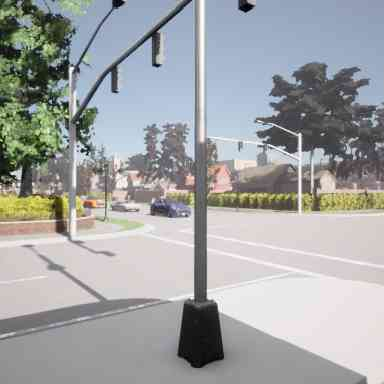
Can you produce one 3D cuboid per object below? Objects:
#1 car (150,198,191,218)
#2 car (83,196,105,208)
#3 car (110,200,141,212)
[{"bbox_3d":[-2.045,1.352,30.804,2.097,1.767,4.553,0,0,-36],"label":"car"},{"bbox_3d":[-13.672,1.352,46.885,2.097,1.767,4.553,0,0,-36],"label":"car"},{"bbox_3d":[-7.785,1.601,38.743,1.895,1.301,4.718,0,0,-36],"label":"car"}]
